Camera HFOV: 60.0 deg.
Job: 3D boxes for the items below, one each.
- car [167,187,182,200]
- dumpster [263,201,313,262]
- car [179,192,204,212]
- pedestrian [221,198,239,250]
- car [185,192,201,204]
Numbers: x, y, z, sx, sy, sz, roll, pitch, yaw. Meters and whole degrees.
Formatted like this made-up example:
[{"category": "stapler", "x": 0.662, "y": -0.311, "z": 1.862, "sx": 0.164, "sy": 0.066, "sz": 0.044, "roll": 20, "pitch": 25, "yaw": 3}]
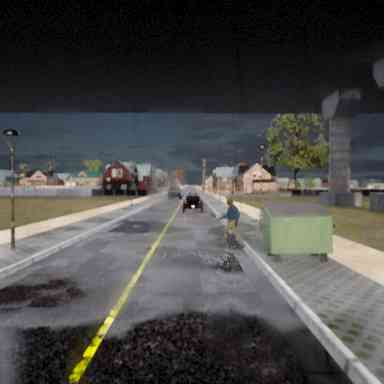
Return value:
[{"category": "car", "x": -2.804, "y": 0.182, "z": 54.114, "sx": 2.150, "sy": 2.045, "sz": 5.566, "roll": 0, "pitch": 1, "yaw": 0}, {"category": "dumpster", "x": 2.997, "y": 1.192, "z": 10.653, "sx": 1.020, "sy": 1.700, "sz": 1.940, "roll": -1, "pitch": 0, "yaw": 0}, {"category": "car", "x": 0.088, "y": 0.963, "z": 29.535, "sx": 1.812, "sy": 1.442, "sz": 4.674, "roll": 0, "pitch": 1, "yaw": 0}, {"category": "pedestrian", "x": 1.340, "y": 1.071, "z": 11.671, "sx": 0.375, "sy": 1.860, "sz": 0.375, "roll": 1, "pitch": 0, "yaw": 0}, {"category": "car", "x": 0.074, "y": 0.712, "z": 43.558, "sx": 2.033, "sy": 1.411, "sz": 5.357, "roll": 0, "pitch": 1, "yaw": -1}]
